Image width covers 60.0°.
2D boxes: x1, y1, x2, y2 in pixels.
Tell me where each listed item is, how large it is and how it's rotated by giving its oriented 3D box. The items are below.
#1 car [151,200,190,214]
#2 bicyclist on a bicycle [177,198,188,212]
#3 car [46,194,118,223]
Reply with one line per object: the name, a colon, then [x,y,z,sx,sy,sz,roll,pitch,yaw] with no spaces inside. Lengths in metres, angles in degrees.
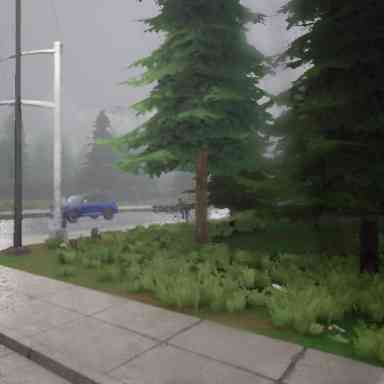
car: [-2.091,1.540,34.155,1.895,1.301,4.718,0,0,35]
bicyclist on a bicycle: [-0.755,1.252,22.928,1.656,1.620,0.582,0,0,34]
car: [-8.168,1.162,25.337,2.150,2.045,5.566,0,0,35]
